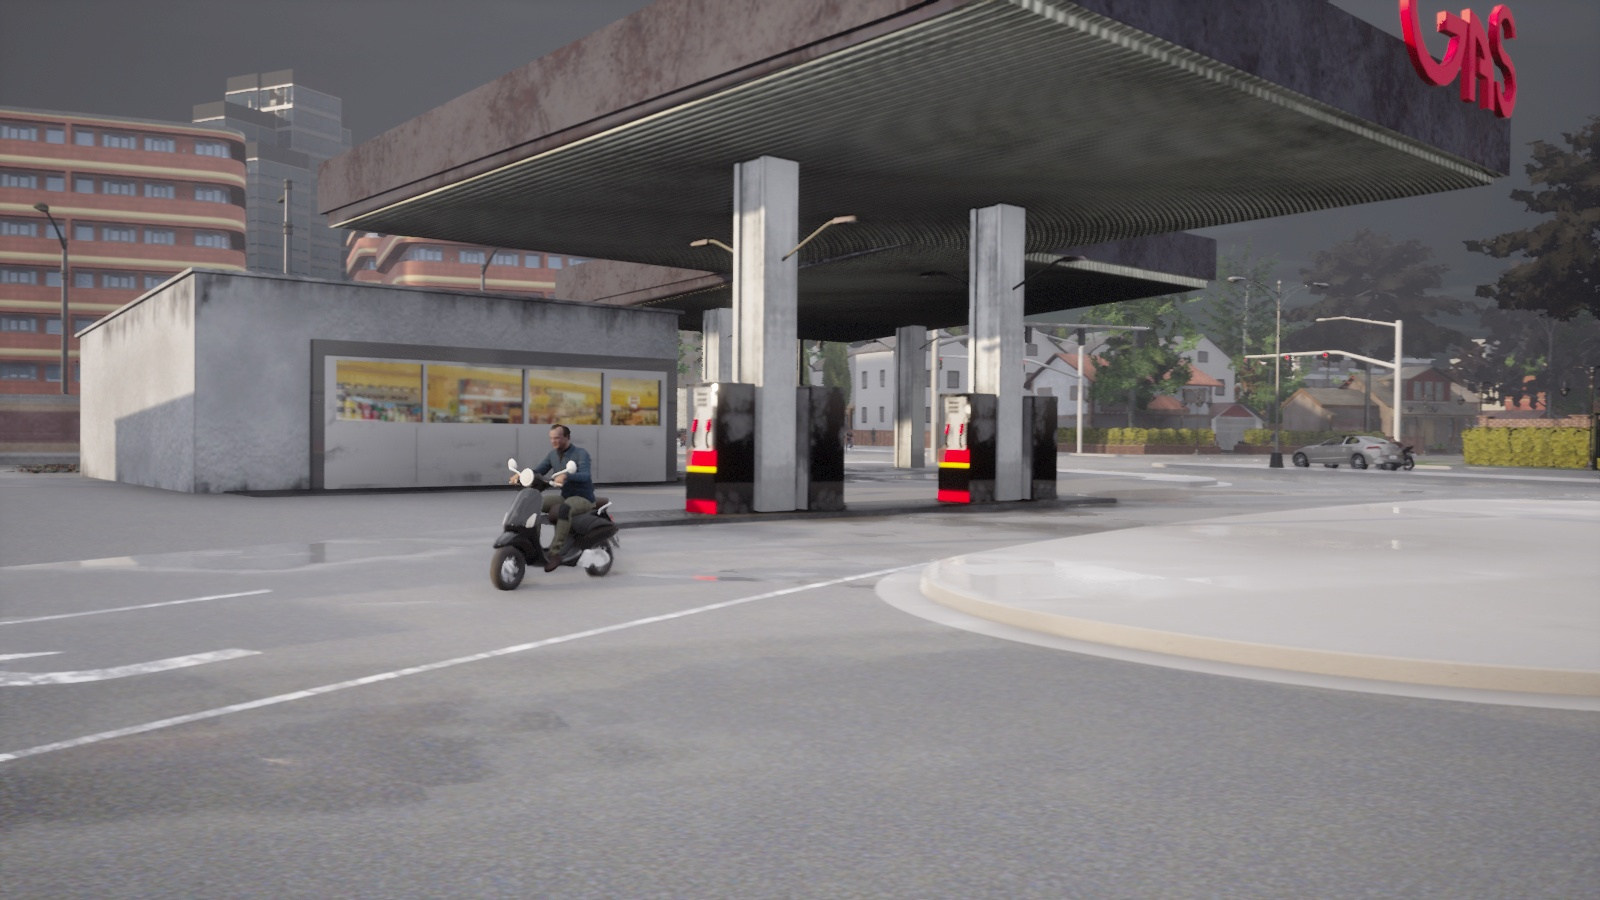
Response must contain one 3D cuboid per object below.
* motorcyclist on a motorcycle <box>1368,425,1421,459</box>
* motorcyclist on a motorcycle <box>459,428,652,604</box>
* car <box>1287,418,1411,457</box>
[{"bbox_3d":[27.782,-0.373,58.742,0.866,1.530,2.191,-1,1,-24],"label":"motorcyclist on a motorcycle"},{"bbox_3d":[-2.378,0.589,12.419,0.866,1.590,1.817,0,1,31],"label":"motorcyclist on a motorcycle"},{"bbox_3d":[24.768,-0.568,56.892,2.152,1.651,5.027,-1,1,-24],"label":"car"}]
